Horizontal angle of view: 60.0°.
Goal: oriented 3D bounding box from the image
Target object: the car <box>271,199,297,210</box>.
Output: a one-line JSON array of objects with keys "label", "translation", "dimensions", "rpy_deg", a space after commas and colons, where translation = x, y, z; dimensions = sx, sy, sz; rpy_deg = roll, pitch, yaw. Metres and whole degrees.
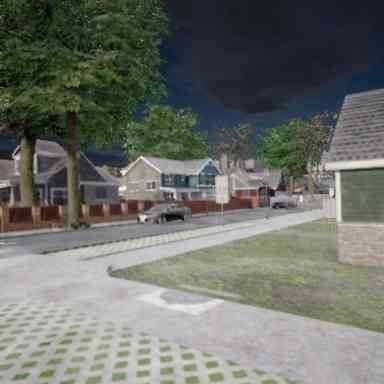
[{"label": "car", "translation": [12.448, 1.615, 44.655], "dimensions": [2.033, 1.411, 5.357], "rpy_deg": [-2, -1, 36]}]

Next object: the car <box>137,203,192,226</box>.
[{"label": "car", "translation": [-1.948, 1.607, 24.546], "dimensions": [2.128, 1.511, 4.902], "rpy_deg": [-2, -1, 35]}]
